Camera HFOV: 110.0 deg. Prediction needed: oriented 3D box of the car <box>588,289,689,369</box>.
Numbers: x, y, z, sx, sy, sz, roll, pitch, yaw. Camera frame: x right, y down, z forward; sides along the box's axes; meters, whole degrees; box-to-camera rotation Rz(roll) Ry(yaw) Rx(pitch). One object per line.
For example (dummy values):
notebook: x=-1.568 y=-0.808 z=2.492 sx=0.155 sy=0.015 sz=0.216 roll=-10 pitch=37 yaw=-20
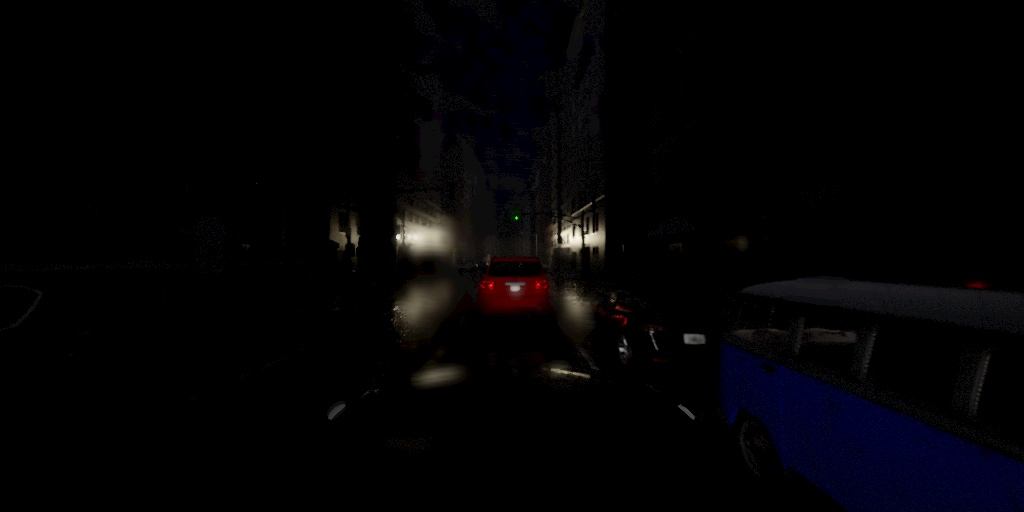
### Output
car: x=2.857 y=1.341 z=7.685 sx=1.948 sy=1.339 sz=4.313 roll=0 pitch=0 yaw=0

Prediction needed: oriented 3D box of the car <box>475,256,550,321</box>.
car: x=0.098 y=1.018 z=12.853 sx=2.150 sy=2.045 sz=5.566 roll=0 pitch=0 yaw=0

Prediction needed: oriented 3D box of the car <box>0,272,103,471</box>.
car: x=-5.668 y=1.066 z=1.984 sx=2.192 sy=1.841 sz=5.009 roll=0 pitch=0 yaw=0

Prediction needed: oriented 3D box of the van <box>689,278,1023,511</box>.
van: x=2.857 y=1.092 z=2.025 sx=1.690 sy=1.789 sz=3.998 roll=0 pitch=0 yaw=0

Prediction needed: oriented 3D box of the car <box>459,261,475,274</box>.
car: x=-5.672 y=1.446 z=45.503 sx=1.751 sy=1.417 sz=4.829 roll=0 pitch=0 yaw=0

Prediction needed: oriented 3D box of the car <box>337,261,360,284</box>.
car: x=-14.398 y=1.186 z=27.898 sx=4.553 sy=1.767 sz=2.097 roll=0 pitch=0 yaw=1
